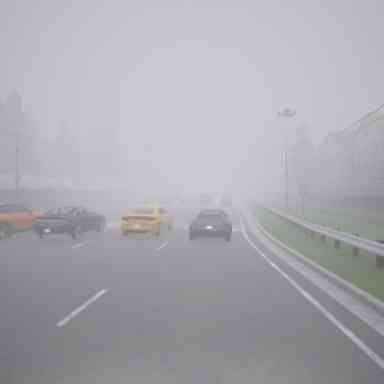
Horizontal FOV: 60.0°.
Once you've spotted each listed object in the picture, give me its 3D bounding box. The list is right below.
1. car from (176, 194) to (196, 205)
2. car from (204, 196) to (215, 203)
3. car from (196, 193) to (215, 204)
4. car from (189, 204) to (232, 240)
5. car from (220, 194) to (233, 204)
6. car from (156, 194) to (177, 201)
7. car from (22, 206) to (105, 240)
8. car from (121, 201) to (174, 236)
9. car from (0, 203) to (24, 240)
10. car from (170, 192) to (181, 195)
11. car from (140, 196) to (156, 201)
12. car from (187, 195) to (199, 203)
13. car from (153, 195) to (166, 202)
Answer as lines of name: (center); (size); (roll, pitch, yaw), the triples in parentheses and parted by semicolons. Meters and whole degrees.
car: (-1.026, 1.525, 58.358); (1.994, 1.385, 4.181); (0, 0, 7)
car: (3.674, 1.570, 67.888); (1.895, 1.301, 4.718); (0, 0, 7)
car: (2.401, 1.189, 57.546); (2.150, 2.045, 5.566); (0, 0, 7)
car: (1.021, 1.555, 16.904); (1.994, 1.385, 4.181); (0, 0, 7)
car: (5.329, 1.523, 51.874); (2.033, 1.411, 5.357); (0, 0, 7)
car: (-4.497, 1.556, 58.815); (1.895, 1.301, 4.718); (0, 0, 7)
car: (-6.023, 1.471, 16.960); (2.128, 1.511, 4.902); (0, 0, 7)
car: (-2.338, 1.462, 18.251); (1.882, 1.535, 5.008); (0, 0, 7)
car: (-9.521, 1.326, 17.196); (2.097, 1.767, 4.553); (0, 0, 7)
car: (-3.273, 1.053, 68.744); (2.150, 2.045, 5.566); (0, 0, 7)
car: (-7.974, 1.475, 59.213); (1.812, 1.442, 4.674); (0, 0, 7)
car: (0.196, 1.427, 68.286); (1.837, 1.490, 4.892); (0, 0, 7)
car: (-6.751, 1.302, 69.142); (1.812, 1.442, 4.674); (0, 0, 7)
